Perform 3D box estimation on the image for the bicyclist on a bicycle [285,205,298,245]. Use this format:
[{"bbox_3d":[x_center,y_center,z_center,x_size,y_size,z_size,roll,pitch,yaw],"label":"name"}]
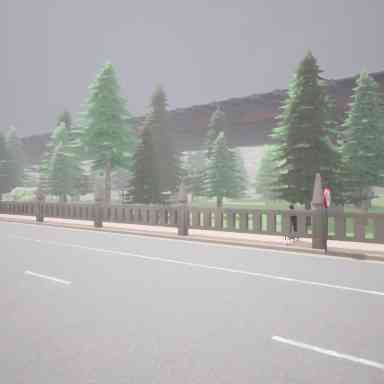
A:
[{"bbox_3d":[4.112,1.344,13.594,0.582,1.620,1.656,0,-3,35],"label":"bicyclist on a bicycle"}]
